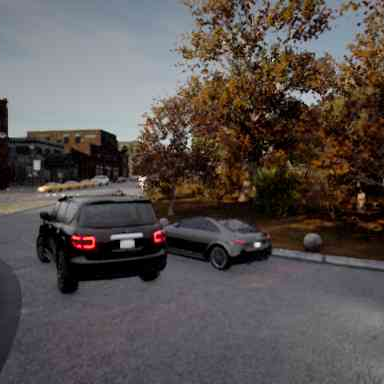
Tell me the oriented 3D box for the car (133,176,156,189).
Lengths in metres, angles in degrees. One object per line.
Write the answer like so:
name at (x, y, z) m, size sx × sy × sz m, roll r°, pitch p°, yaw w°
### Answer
car at (-8.592, -1.593, 60.894) m, size 2.097 × 1.767 × 4.553 m, roll 0°, pitch 4°, yaw 10°

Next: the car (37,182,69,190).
car at (-22.023, -0.743, 52.059) m, size 1.946 × 1.575 × 5.366 m, roll 0°, pitch 4°, yaw 10°

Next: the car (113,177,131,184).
car at (-17.171, -2.801, 79.460) m, size 2.163 × 1.488 × 4.792 m, roll 0°, pitch 4°, yaw 10°

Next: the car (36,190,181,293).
car at (-2.635, 1.078, 8.848) m, size 2.150 × 2.045 × 5.566 m, roll 0°, pitch 1°, yaw -31°

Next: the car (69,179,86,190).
car at (-21.054, -1.159, 57.481) m, size 1.946 × 1.575 × 5.366 m, roll 0°, pitch 4°, yaw 10°

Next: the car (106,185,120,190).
car at (-8.623, 0.356, 36.688) m, size 1.882 × 1.535 × 5.008 m, roll 0°, pitch 4°, yaw 2°

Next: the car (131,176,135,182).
car at (-15.242, -3.659, 90.345) m, size 2.231 × 1.521 × 4.892 m, roll 0°, pitch 4°, yaw 10°

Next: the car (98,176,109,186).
car at (-19.086, -2.255, 68.591) m, size 2.435 × 2.045 × 5.566 m, roll 0°, pitch 4°, yaw 10°

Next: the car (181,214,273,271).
car at (0.424, 1.398, 10.557) m, size 1.994 × 1.385 × 4.181 m, roll -1°, pitch 1°, yaw -44°

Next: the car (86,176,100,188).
car at (-20.095, -1.573, 62.906) m, size 1.946 × 1.575 × 5.366 m, roll 0°, pitch 4°, yaw 10°
